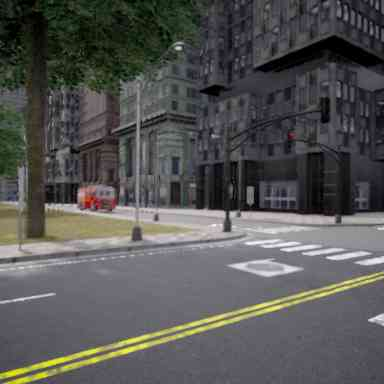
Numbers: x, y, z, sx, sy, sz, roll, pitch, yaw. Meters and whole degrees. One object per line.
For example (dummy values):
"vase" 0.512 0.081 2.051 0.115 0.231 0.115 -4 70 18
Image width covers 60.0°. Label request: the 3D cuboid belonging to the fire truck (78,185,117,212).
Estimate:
"fire truck" -13.950 0.933 48.297 2.891 3.827 8.468 1 -1 -35
